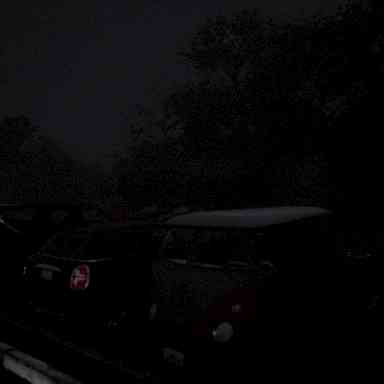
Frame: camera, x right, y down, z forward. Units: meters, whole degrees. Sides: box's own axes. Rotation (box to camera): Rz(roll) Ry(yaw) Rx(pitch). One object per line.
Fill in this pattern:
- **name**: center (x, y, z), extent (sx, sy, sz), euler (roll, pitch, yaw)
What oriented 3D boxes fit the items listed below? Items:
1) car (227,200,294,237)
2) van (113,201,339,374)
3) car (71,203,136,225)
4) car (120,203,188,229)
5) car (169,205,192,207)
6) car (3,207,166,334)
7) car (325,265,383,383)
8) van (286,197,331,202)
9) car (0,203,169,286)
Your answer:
- **car**: center (4.121, 1.426, 19.532), extent (2.185, 1.767, 4.553), euler (-1, 0, 35)
- **van**: center (1.071, 1.263, 5.539), extent (1.878, 1.987, 4.442), euler (-1, 0, 35)
- **car**: center (-7.193, 1.754, 27.643), extent (2.097, 1.535, 5.008), euler (-1, -1, 36)
- **car**: center (-2.657, 1.663, 24.415), extent (2.097, 1.535, 5.008), euler (-1, -1, 36)
- **car**: center (-0.390, 1.663, 22.793), extent (2.002, 1.452, 4.674), euler (-1, -1, 36)
- **car**: center (-1.163, 1.393, 7.234), extent (2.185, 1.767, 4.553), euler (-1, 0, 35)
- **car**: center (3.421, 1.461, 4.001), extent (2.231, 1.521, 4.892), euler (-1, 0, 35)
- **van**: center (6.469, 1.294, 18.039), extent (1.878, 1.987, 4.442), euler (-1, 0, 35)
- **car**: center (-3.409, 1.300, 8.910), extent (2.435, 2.045, 5.566), euler (-1, 0, 36)
